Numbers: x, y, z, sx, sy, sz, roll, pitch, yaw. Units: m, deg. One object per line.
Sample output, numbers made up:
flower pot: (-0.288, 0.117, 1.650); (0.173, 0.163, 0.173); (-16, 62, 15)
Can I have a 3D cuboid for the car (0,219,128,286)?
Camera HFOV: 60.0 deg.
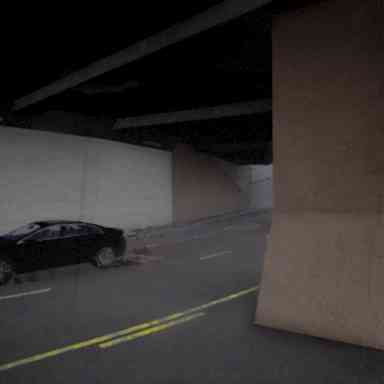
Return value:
car: (-4.281, 1.602, 9.821); (4.902, 1.511, 2.128); (0, 0, -43)
